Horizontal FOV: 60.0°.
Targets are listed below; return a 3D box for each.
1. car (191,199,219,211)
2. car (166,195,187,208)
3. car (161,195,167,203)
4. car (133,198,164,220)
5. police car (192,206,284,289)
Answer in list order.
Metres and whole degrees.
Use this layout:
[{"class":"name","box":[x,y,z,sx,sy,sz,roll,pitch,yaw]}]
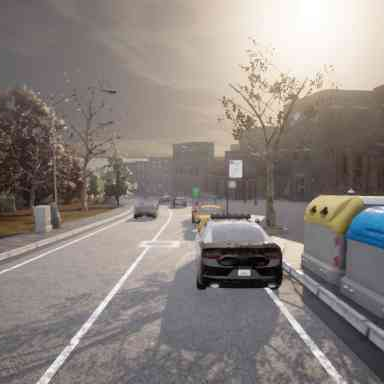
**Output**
[{"class":"car","box":[1.034,1.419,19.358,1.801,1.575,5.366,0,0,0]},{"class":"car","box":[-1.930,1.384,46.897,2.128,1.511,4.902,-1,0,-10]},{"class":"car","box":[-4.774,1.386,60.387,1.837,1.490,4.892,-2,0,-16]},{"class":"car","box":[-3.718,1.499,27.981,2.033,1.411,5.357,0,0,-2]},{"class":"police car","box":[1.043,1.408,9.232,1.930,1.638,5.238,0,0,0]}]
